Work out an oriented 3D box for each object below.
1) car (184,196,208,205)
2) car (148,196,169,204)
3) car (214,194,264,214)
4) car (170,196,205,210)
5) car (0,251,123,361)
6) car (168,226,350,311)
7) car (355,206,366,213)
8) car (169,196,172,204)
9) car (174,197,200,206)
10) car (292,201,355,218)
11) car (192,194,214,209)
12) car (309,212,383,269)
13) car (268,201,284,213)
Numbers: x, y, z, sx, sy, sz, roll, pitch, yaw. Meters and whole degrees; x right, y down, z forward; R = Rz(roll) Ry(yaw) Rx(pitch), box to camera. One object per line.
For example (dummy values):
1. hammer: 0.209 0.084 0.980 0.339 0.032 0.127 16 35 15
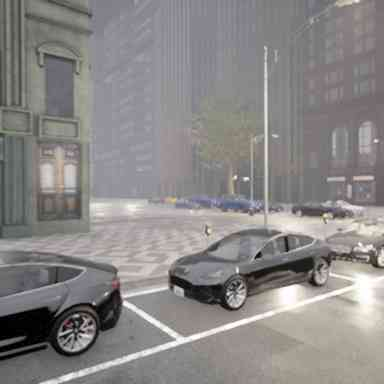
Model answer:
1. car: 0.713 1.571 60.791 1.882 1.535 5.008 0 0 -35
2. car: -7.069 1.664 65.979 1.812 1.442 4.674 0 0 -36
3. car: 5.349 1.305 37.477 2.150 2.045 5.566 0 0 -36
4. car: -0.686 1.639 45.860 1.812 1.442 4.674 0 0 -35
5. car: -3.065 1.566 4.465 4.313 1.339 1.947 0 0 -36
6. car: 1.513 1.563 7.753 4.313 1.339 1.947 0 0 -36
7. car: 13.855 1.563 31.239 1.812 1.442 4.674 0 0 -33
8. car: -4.677 1.599 68.218 1.882 1.535 5.008 0 0 -36
9. car: -0.924 1.584 57.519 1.882 1.535 5.008 0 0 -35
10. car: 11.217 1.533 29.335 1.882 1.535 5.008 0 0 -37
11. car: 1.982 1.317 47.723 2.150 2.045 5.566 0 0 -36
12. car: 6.092 1.545 11.040 4.403 1.369 2.008 0 0 -36
13. car: 8.183 1.613 39.110 2.033 1.411 5.357 0 0 -36
